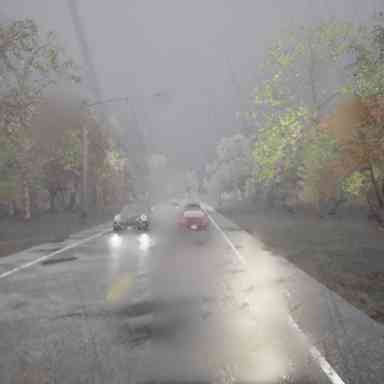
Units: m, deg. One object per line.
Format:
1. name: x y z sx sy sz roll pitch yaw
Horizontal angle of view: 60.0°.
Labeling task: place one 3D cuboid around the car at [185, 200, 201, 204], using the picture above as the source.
1. car: 0.106 1.801 40.909 1.837 1.490 4.892 0 0 0

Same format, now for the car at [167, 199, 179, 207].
1. car: -3.517 1.959 62.244 1.812 1.442 4.674 0 0 1

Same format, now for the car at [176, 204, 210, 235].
1. car: 0.102 1.674 19.692 1.812 1.442 4.674 0 0 0

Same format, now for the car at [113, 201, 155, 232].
1. car: -3.595 1.513 21.338 2.097 1.767 4.553 0 0 0
